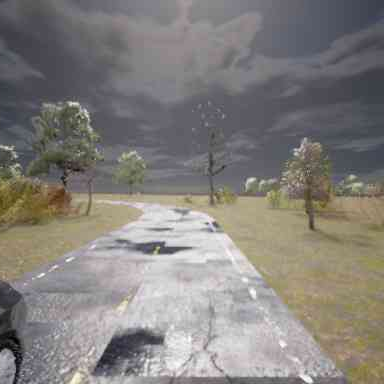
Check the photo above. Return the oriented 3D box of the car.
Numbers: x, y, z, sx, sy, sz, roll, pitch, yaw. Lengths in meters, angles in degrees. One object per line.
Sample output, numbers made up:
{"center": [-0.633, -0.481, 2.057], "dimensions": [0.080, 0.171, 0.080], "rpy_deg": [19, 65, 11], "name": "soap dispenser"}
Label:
{"center": [-2.851, 1.510, 2.028], "dimensions": [1.837, 1.490, 4.892], "rpy_deg": [0, 0, 0], "name": "car"}
